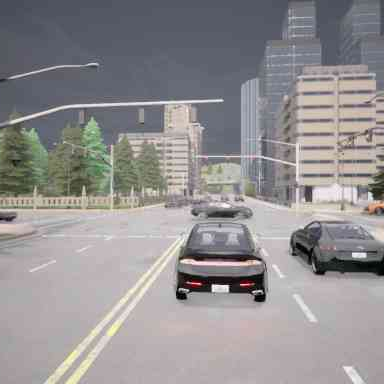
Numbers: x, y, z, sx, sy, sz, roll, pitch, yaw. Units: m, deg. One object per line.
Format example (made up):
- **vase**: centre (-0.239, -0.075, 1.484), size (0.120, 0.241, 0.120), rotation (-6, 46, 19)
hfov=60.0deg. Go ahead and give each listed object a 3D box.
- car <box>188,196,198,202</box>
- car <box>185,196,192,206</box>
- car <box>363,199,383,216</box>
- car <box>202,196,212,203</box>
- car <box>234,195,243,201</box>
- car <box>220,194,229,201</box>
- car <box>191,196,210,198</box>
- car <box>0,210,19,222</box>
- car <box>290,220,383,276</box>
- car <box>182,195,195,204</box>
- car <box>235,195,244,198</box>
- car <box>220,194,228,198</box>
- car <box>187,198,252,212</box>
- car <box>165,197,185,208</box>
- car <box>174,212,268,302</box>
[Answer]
- **car**: centre (0.315, 1.595, 75.319), size (1.895, 1.301, 4.718), rotation (0, 0, 5)
- **car**: centre (-1.643, 1.547, 55.697), size (2.033, 1.411, 5.357), rotation (0, 0, 6)
- **car**: centre (19.152, 1.352, 32.117), size (4.553, 1.767, 2.097), rotation (0, 0, 7)
- **car**: centre (3.171, 1.505, 68.457), size (1.837, 1.490, 4.892), rotation (0, 0, 6)
- **car**: centre (11.823, 1.537, 85.402), size (2.033, 1.411, 5.357), rotation (0, 0, 5)
- **car**: centre (8.336, 1.353, 85.704), size (2.097, 1.767, 4.553), rotation (0, 0, 5)
- **car**: centre (1.256, 1.601, 49.291), size (1.895, 1.301, 4.718), rotation (0, 0, 5)
- **car**: centre (-15.480, 1.601, 24.576), size (4.718, 1.301, 1.895), rotation (0, 0, 5)
- **car**: centre (4.393, 1.564, 10.395), size (1.994, 1.385, 4.181), rotation (0, 0, 5)
- **car**: centre (-0.674, 1.478, 65.380), size (1.882, 1.535, 5.008), rotation (0, 0, 6)
- **car**: centre (10.937, 1.591, 76.096), size (1.895, 1.301, 4.718), rotation (0, 0, 5)
- **car**: centre (7.545, 1.549, 77.401), size (1.994, 1.385, 4.181), rotation (0, 0, 5)
- **car**: centre (2.329, 1.491, 26.407), size (4.902, 1.511, 2.128), rotation (0, 0, 5)
- **car**: centre (-2.527, 1.564, 46.497), size (1.994, 1.385, 4.181), rotation (0, 0, 5)
- **car**: centre (0.701, 1.492, 8.285), size (2.128, 1.511, 4.902), rotation (0, 0, 5)
